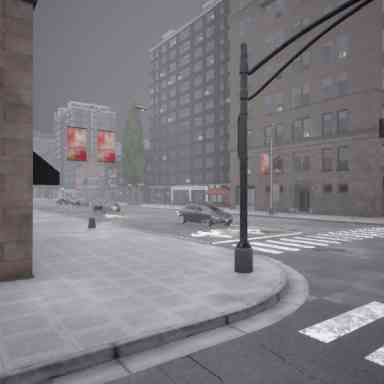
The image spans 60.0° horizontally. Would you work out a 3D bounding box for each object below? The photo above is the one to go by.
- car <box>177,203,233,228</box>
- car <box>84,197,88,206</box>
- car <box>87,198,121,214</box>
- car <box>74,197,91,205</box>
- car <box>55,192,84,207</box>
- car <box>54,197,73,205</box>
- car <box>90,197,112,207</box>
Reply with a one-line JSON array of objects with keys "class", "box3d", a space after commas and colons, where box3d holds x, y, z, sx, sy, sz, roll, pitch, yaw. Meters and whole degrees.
[{"class": "car", "box3d": [0.803, 1.570, 23.054, 1.837, 1.490, 4.892, 0, 0, -36]}, {"class": "car", "box3d": [-19.046, 1.782, 56.618, 1.994, 1.385, 4.181, 0, 0, -36]}, {"class": "car", "box3d": [-9.707, 1.626, 37.706, 2.128, 1.511, 4.902, 0, 0, -36]}, {"class": "car", "box3d": [-21.871, 1.759, 66.122, 1.837, 1.490, 4.892, 0, 0, -36]}, {"class": "car", "box3d": [-18.595, 1.032, 50.243, 2.150, 2.045, 5.566, 0, 0, -36]}, {"class": "car", "box3d": [-25.246, 1.803, 65.242, 2.033, 1.411, 5.357, 0, 0, -36]}, {"class": "car", "box3d": [-15.932, 1.713, 57.846, 2.128, 1.511, 4.902, 0, 0, -36]}]
